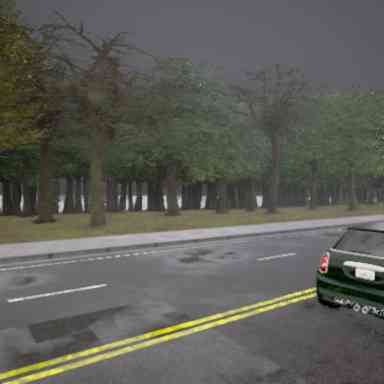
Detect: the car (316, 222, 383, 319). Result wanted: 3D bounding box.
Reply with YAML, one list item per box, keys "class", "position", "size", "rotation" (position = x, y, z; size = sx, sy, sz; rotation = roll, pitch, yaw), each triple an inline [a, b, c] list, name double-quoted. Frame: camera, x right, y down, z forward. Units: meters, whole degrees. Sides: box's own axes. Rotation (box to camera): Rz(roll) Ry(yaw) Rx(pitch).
- class: "car"
  position: [4.569, 1.368, 6.684]
  size: [4.553, 1.767, 2.097]
  rotation: [0, 0, -35]
